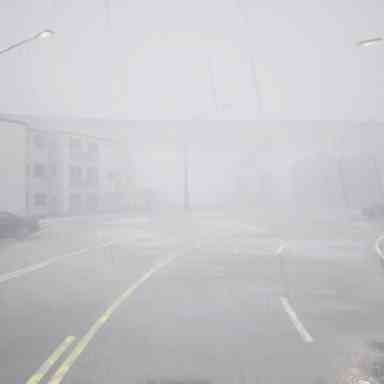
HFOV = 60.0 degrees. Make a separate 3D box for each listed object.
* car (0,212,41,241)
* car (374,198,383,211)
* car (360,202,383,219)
[{"bbox_3d":[-9.019,1.556,14.327,2.033,1.411,5.357,0,0,17],"label":"car"},{"bbox_3d":[24.967,1.503,40.201,5.008,1.535,1.882,0,0,-4],"label":"car"},{"bbox_3d":[16.793,1.565,28.106,5.357,1.411,2.033,0,0,-22],"label":"car"}]
